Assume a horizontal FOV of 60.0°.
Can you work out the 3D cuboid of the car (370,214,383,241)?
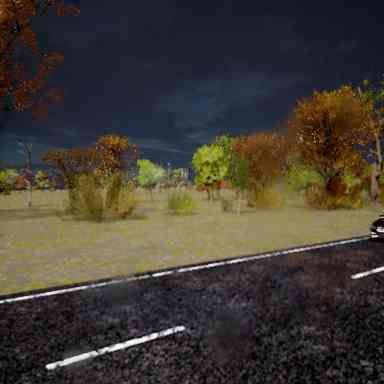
[{"bbox_3d":[9.693,1.373,14.594,4.892,1.490,1.837,-1,0,-35],"label":"car"}]
